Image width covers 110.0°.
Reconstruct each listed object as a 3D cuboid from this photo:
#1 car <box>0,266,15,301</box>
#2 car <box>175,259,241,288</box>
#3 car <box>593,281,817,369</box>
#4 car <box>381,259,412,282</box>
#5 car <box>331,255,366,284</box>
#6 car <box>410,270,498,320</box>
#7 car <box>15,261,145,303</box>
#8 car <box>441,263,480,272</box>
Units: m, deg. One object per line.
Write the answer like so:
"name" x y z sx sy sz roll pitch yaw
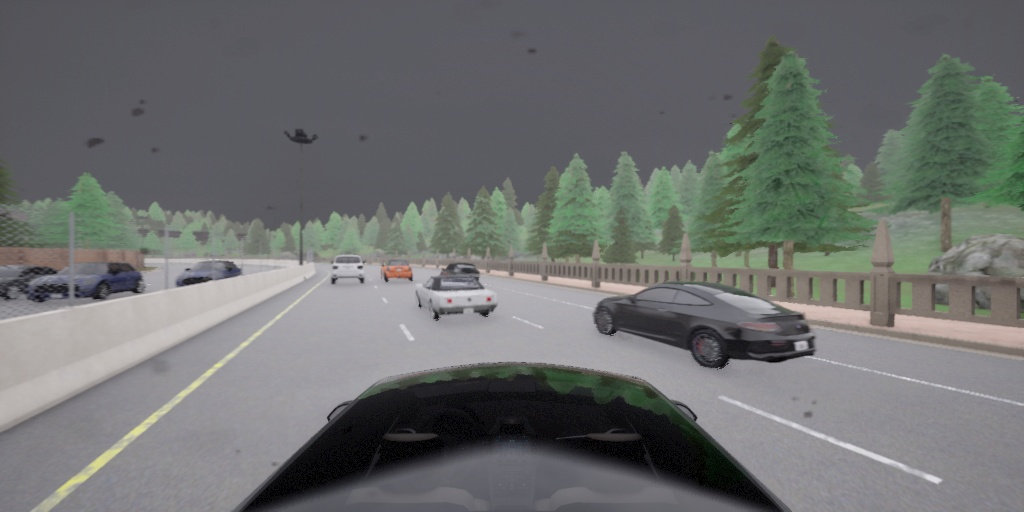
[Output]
"car" -23.326 1.205 16.764 1.837 1.490 4.892 0 0 -24
"car" -17.541 1.057 20.984 2.097 1.767 4.553 0 0 -24
"car" 3.744 1.275 7.891 1.812 1.442 4.674 0 0 -24
"car" -9.384 1.061 29.040 2.097 1.767 4.553 0 0 -24
"car" -12.257 0.929 26.880 2.150 2.045 5.566 0 0 -24
"car" -2.182 1.337 12.670 1.895 1.301 4.718 0 0 -24
"car" -19.445 1.058 16.633 2.097 1.767 4.553 0 0 -24
"car" -3.610 1.227 24.607 1.837 1.490 4.892 0 0 -24
